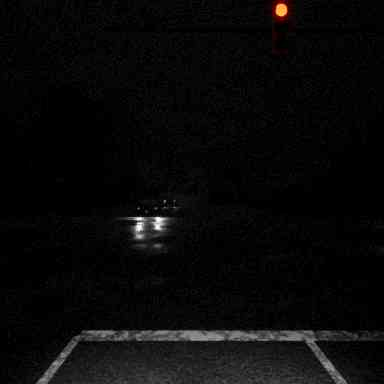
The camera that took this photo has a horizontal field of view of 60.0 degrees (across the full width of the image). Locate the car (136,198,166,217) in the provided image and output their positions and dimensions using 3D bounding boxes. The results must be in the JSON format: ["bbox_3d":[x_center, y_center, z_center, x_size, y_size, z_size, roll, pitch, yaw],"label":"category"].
[{"bbox_3d":[-3.499,1.237,28.040,1.812,1.442,4.674,0,0,0],"label":"car"}]

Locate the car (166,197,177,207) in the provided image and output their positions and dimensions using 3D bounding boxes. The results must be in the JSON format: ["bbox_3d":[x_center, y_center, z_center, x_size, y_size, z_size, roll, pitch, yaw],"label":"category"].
[{"bbox_3d":[-3.500,1.531,53.750,2.097,1.767,4.553,0,-2,0],"label":"car"}]
